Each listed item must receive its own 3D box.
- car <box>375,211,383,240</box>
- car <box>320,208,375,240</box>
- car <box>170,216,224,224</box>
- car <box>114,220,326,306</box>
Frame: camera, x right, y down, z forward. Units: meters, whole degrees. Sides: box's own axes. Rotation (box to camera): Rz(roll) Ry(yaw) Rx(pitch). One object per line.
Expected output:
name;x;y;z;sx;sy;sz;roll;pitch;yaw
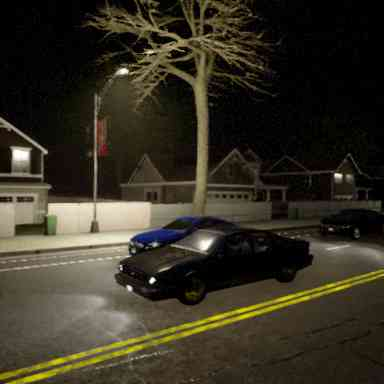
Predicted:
car;10.983;1.667;15.901;5.008;1.535;1.882;1;-1;-38
car;9.085;1.669;18.539;5.008;1.535;1.882;1;-1;-37
car;0.048;1.602;11.821;4.674;1.442;1.812;1;-1;-36
car;0.866;1.608;8.385;5.357;1.411;2.033;1;0;-36
